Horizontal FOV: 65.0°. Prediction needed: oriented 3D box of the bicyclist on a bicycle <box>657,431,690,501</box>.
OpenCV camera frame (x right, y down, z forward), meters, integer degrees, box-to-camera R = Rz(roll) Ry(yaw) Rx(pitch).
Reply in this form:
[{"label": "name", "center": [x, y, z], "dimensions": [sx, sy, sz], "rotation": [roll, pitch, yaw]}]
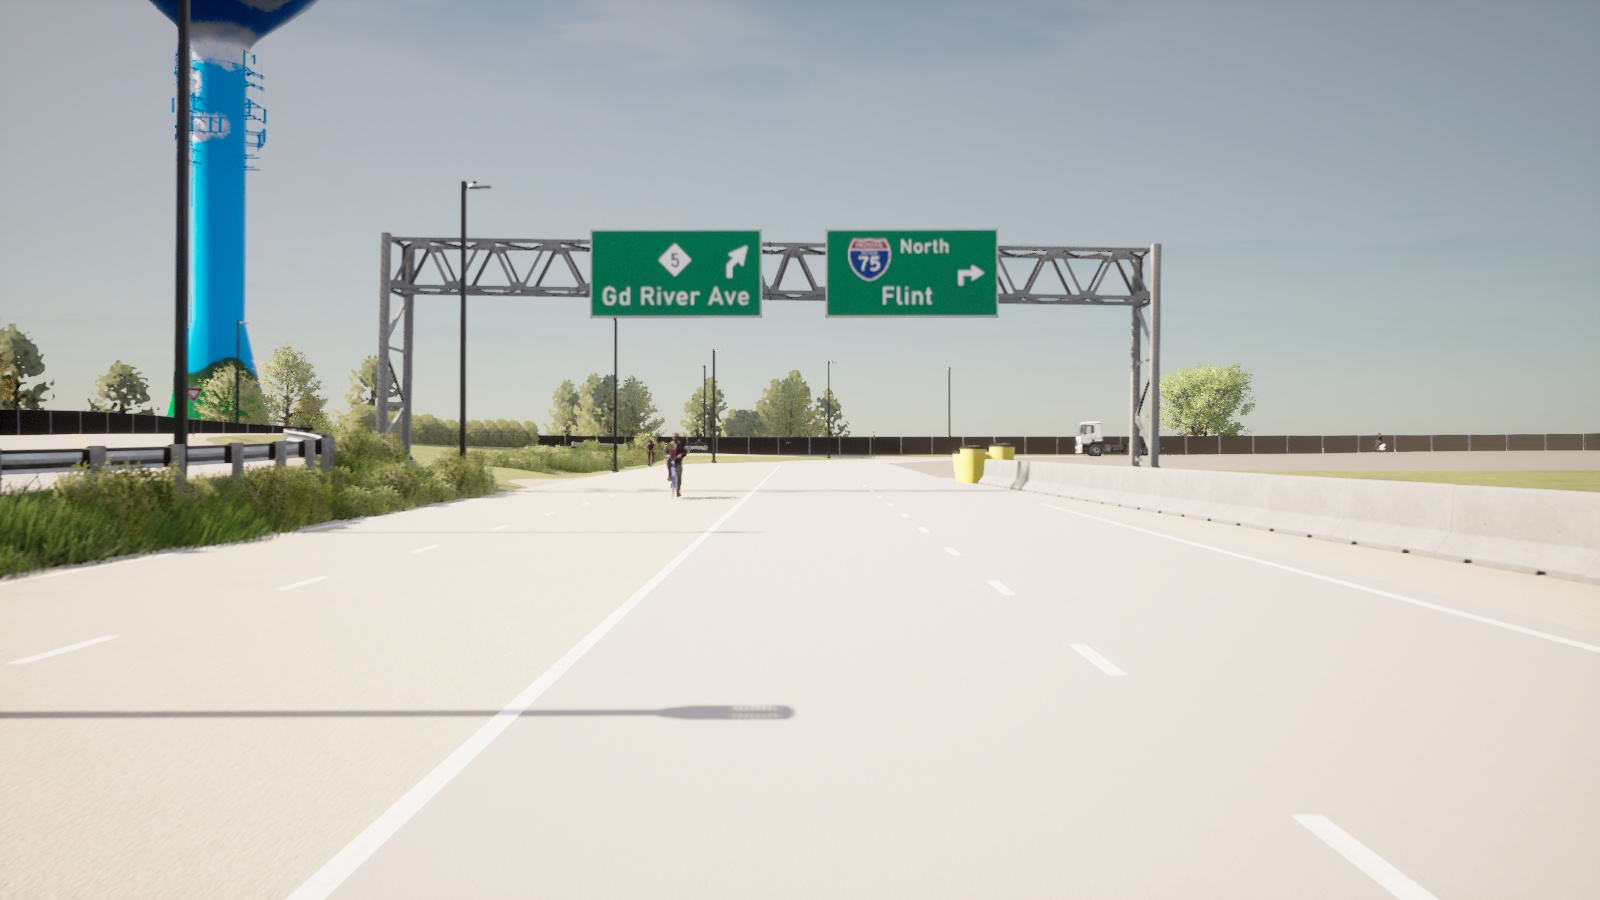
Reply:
[{"label": "bicyclist on a bicycle", "center": [-3.295, 0.415, 32.778], "dimensions": [0.659, 1.776, 1.843], "rotation": [0, 0, 0]}]
